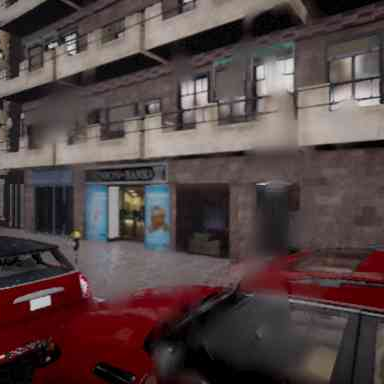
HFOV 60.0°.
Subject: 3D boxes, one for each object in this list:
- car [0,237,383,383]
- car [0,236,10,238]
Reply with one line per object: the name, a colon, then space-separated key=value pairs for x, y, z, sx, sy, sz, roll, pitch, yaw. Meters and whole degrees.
car: x=1.075 y=1.315 z=2.105 sx=5.009 sy=1.841 sz=2.192 roll=0 pitch=0 yaw=36
car: x=-3.508 y=1.437 z=5.377 sx=4.097 sy=1.590 sz=1.967 roll=0 pitch=0 yaw=36
